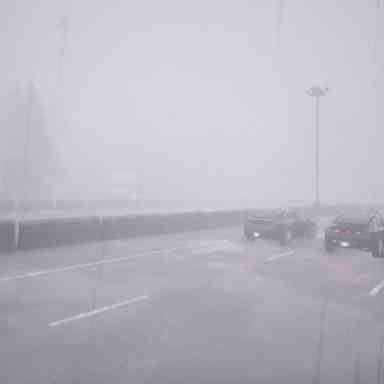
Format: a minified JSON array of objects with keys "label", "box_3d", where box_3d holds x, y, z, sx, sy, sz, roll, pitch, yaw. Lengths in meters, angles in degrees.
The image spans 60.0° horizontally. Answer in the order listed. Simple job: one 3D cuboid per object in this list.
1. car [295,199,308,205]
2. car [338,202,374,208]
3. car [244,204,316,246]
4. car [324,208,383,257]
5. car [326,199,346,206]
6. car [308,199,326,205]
[{"label":"car","box_3d":[23.539,2.094,70.157,2.033,1.411,5.357,1,0,41]},{"label":"car","box_3d":[13.902,1.815,26.893,2.033,1.411,5.357,1,0,41]},{"label":"car","box_3d":[4.299,1.546,15.777,1.837,1.490,4.892,1,0,41]},{"label":"car","box_3d":[6.948,1.599,13.489,1.837,1.490,4.892,1,0,41]},{"label":"car","box_3d":[28.834,2.185,65.579,2.128,1.511,4.902,1,0,41]},{"label":"car","box_3d":[26.187,2.085,67.868,1.882,1.535,5.008,1,0,41]}]
